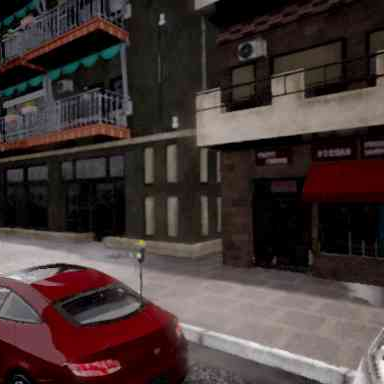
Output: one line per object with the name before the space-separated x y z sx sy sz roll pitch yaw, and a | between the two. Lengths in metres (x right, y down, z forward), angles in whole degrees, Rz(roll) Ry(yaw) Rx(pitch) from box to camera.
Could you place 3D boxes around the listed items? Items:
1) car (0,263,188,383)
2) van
car | -1.984 1.609 4.299 4.206 1.307 1.802 0 -1 36
van | 2.613 1.330 1.023 3.998 1.788 1.690 0 -1 36
